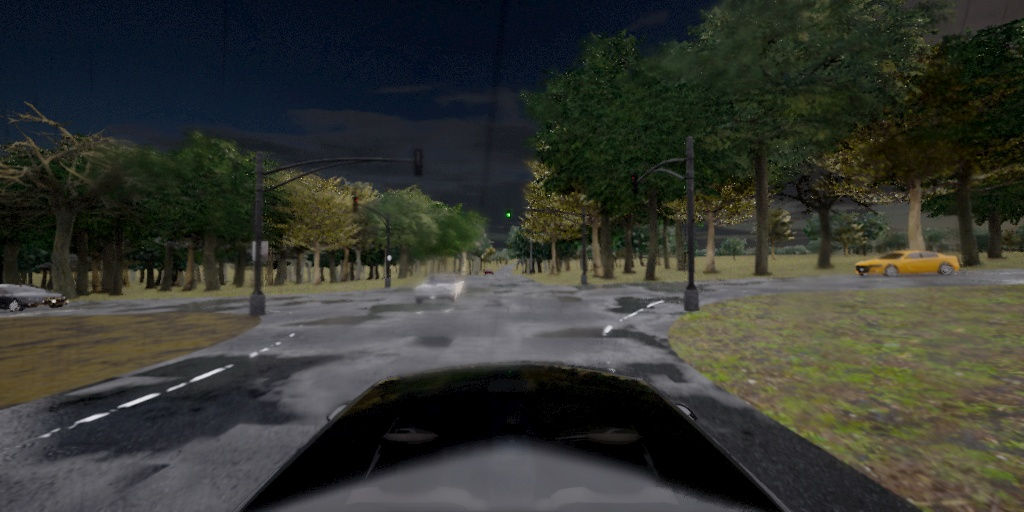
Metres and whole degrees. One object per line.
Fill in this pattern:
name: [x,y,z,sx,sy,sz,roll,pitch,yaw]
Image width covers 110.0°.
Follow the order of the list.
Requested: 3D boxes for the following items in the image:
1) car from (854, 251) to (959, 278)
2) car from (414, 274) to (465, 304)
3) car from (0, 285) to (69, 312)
car: [23.969,0.474,21.924,5.008,1.535,1.882,-2,-1,2]
car: [-3.609,1.603,18.458,1.895,1.301,4.718,-2,0,-1]
car: [-28.075,2.369,20.179,4.892,1.490,1.837,-2,-1,2]
